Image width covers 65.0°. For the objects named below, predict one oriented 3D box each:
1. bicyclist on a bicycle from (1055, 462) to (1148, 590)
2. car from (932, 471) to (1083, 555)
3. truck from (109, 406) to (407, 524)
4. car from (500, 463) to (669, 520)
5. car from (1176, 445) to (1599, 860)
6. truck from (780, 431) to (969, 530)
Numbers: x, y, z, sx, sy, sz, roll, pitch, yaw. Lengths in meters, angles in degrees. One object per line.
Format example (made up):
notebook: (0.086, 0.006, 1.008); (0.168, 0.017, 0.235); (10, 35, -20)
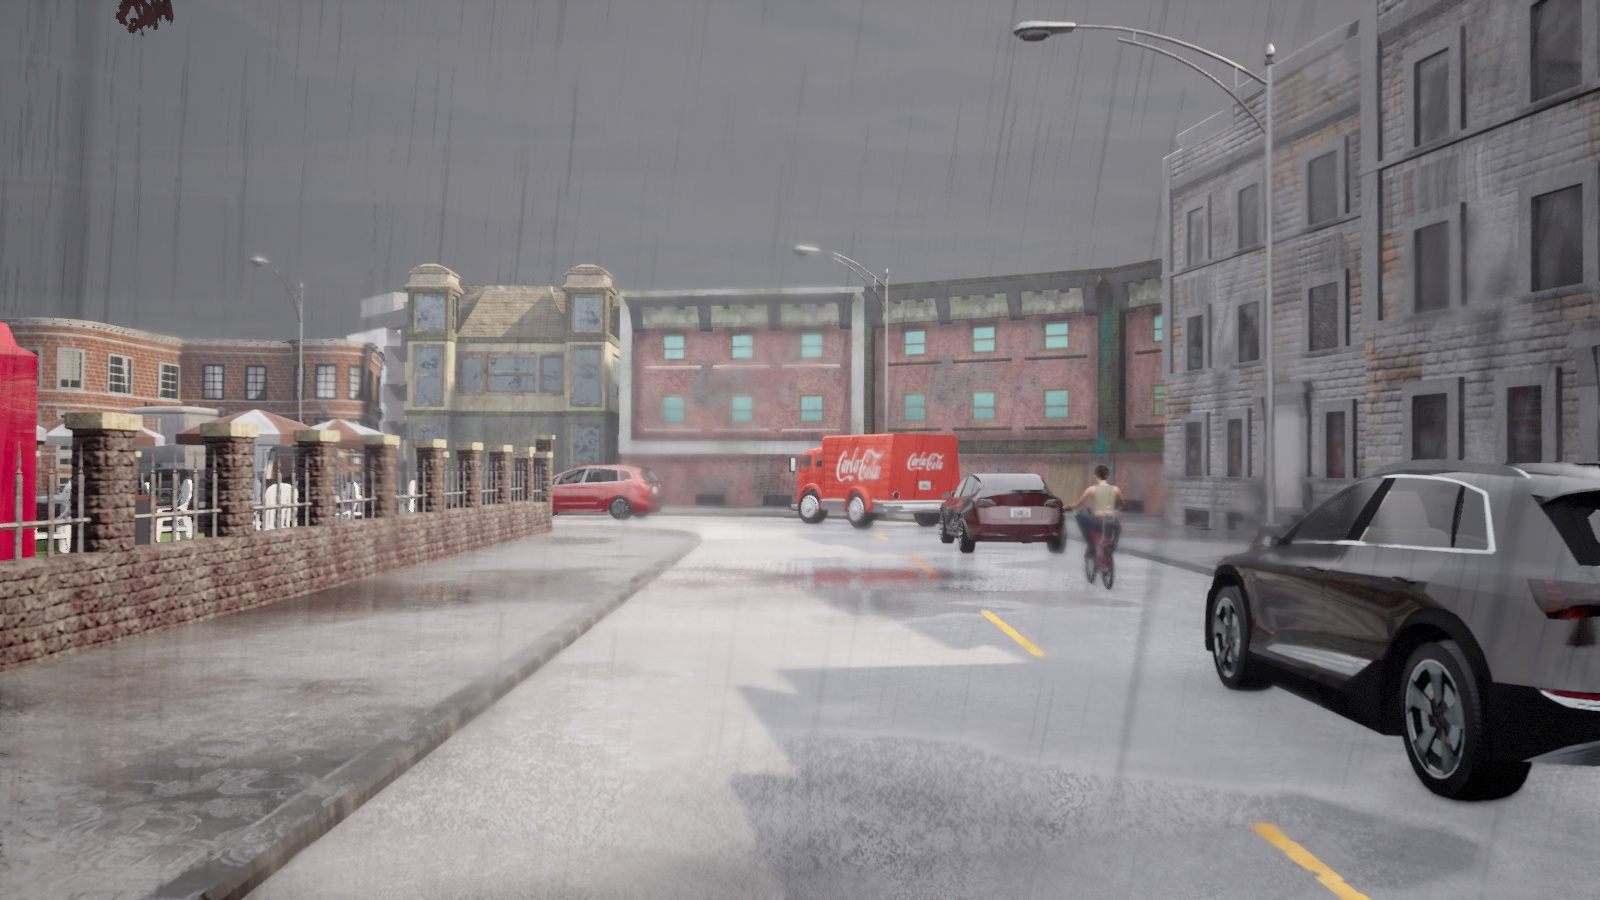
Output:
bicyclist on a bicycle: (3.960, 0.976, 16.615); (0.866, 1.612, 1.509); (0, -1, 0)
car: (3.946, 1.158, 24.793); (2.163, 1.488, 4.792); (0, -1, 0)
truck: (-16.507, 0.462, 38.658); (7.936, 3.462, 2.891); (0, -1, -1)
car: (-6.561, 1.247, 38.494); (4.611, 1.667, 2.242); (0, -1, 9)
car: (3.984, 0.835, 7.442); (2.033, 1.649, 4.856); (0, -1, 0)
truck: (1.901, 0.814, 34.142); (2.627, 2.467, 5.204); (0, -1, -31)
